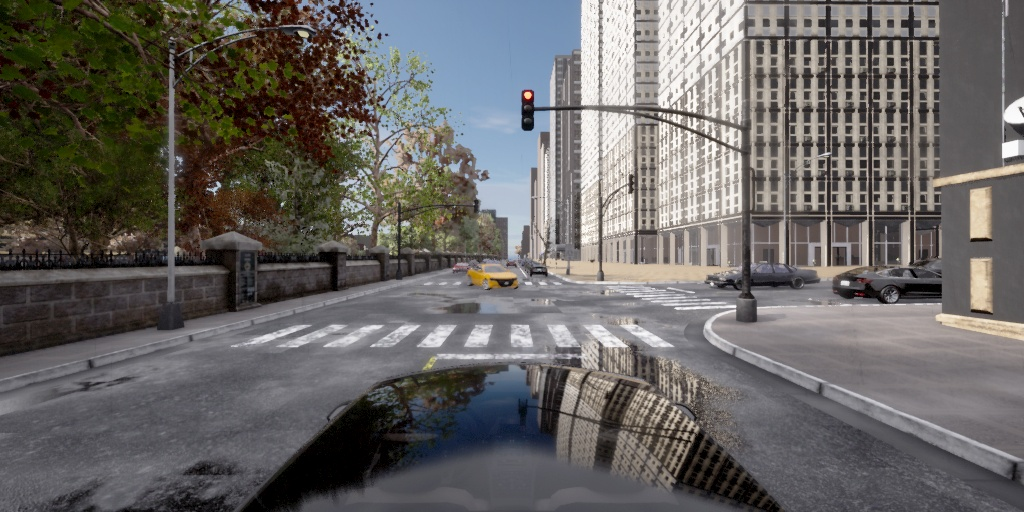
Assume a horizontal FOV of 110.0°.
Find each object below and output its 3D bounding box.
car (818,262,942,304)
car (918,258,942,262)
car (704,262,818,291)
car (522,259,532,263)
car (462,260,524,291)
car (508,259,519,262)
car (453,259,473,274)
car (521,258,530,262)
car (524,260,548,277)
[{"bbox_3d":[14.647,1.026,13.540,4.313,1.339,1.948,0,0,0],"label":"car"},{"bbox_3d":[23.301,0.843,19.406,4.892,1.490,1.837,-1,0,0],"label":"car"},{"bbox_3d":[13.391,1.054,19.310,5.357,1.411,2.033,-1,0,-1],"label":"car"},{"bbox_3d":[2.560,1.335,41.716,1.948,1.339,4.313,0,0,0],"label":"car"},{"bbox_3d":[-1.345,1.235,22.343,1.882,1.535,5.008,0,1,-24],"label":"car"},{"bbox_3d":[-0.103,1.320,65.347,1.812,1.442,4.674,0,0,0],"label":"car"},{"bbox_3d":[-5.820,1.351,41.688,1.802,1.307,4.207,0,0,0],"label":"car"},{"bbox_3d":[2.542,1.339,47.348,1.948,1.339,4.313,0,0,0],"label":"car"},{"bbox_3d":[2.578,1.331,36.083,1.948,1.339,4.313,0,0,0],"label":"car"}]
